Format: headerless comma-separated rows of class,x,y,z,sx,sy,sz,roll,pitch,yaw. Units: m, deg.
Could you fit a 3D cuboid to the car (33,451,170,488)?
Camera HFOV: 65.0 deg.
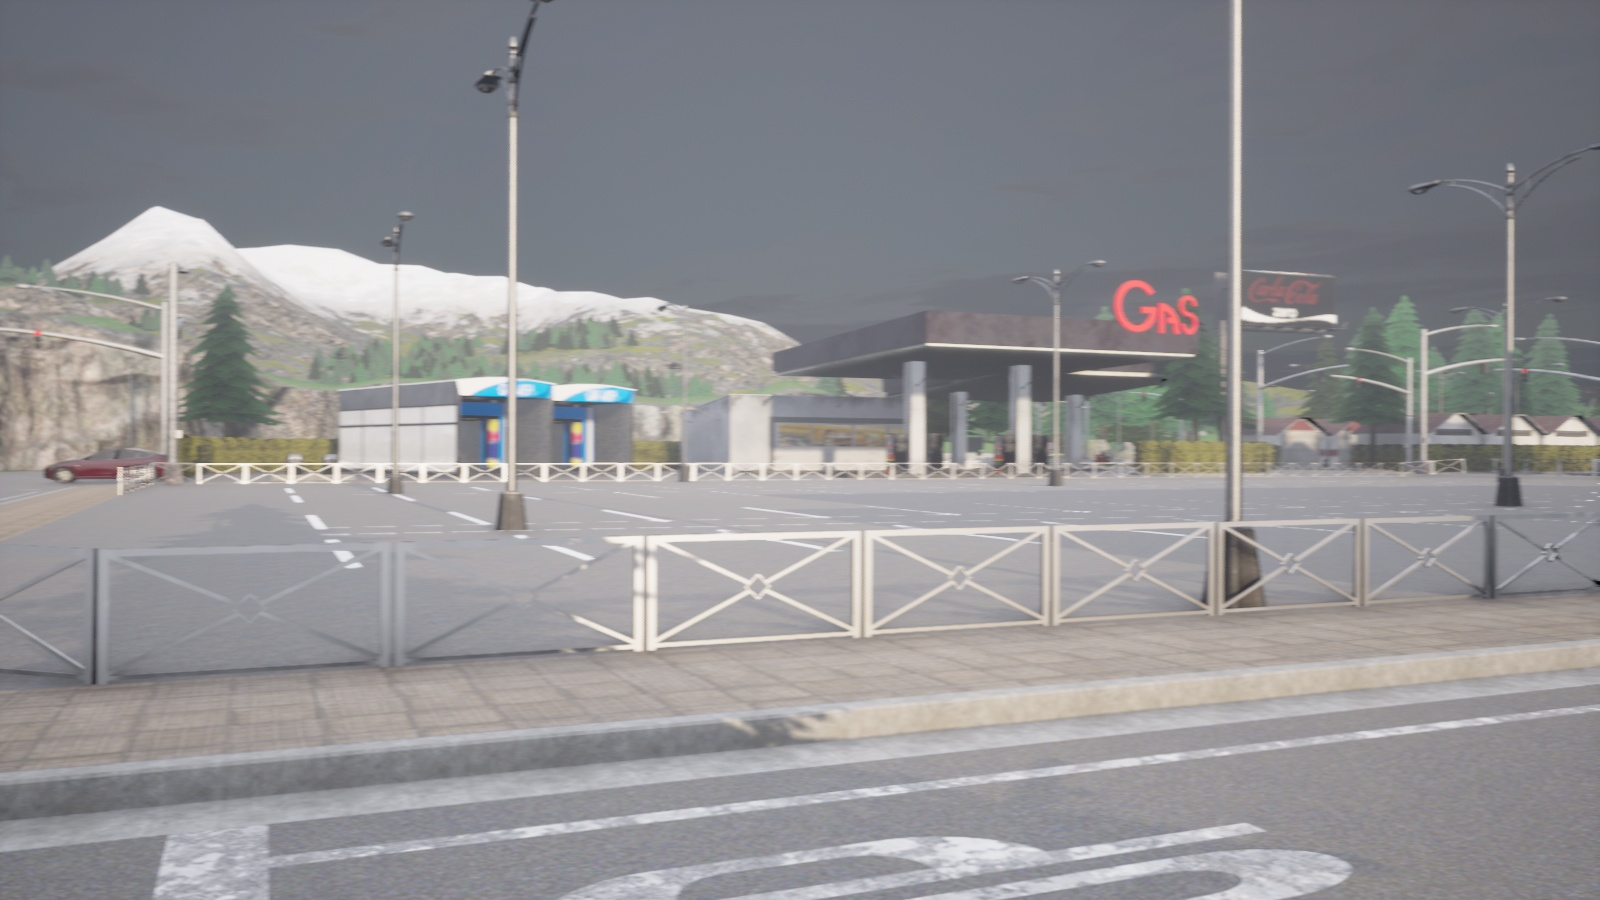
car,-29.048,0.778,52.403,4.792,1.488,2.163,0,0,-23
